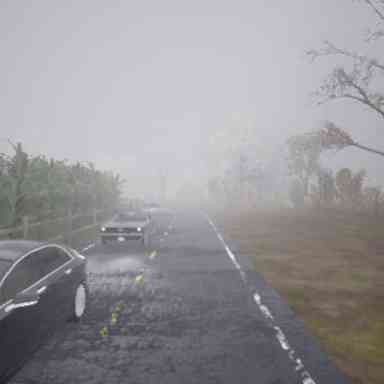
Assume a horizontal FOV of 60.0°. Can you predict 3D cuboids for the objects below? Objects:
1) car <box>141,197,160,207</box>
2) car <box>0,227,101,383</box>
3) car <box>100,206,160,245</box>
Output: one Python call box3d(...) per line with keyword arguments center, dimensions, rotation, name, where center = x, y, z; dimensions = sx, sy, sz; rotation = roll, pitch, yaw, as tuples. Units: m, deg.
box3d(center=(-5.465, 1.412, 43.476), dimensions=(1.994, 1.385, 4.181), rotation=(0, 0, -18), name="car")
box3d(center=(-2.844, 1.496, 4.423), dimensions=(1.837, 1.490, 4.892), rotation=(0, 0, 0), name="car")
box3d(center=(-2.810, 1.566, 15.455), dimensions=(1.895, 1.301, 4.718), rotation=(0, 0, 1), name="car")
